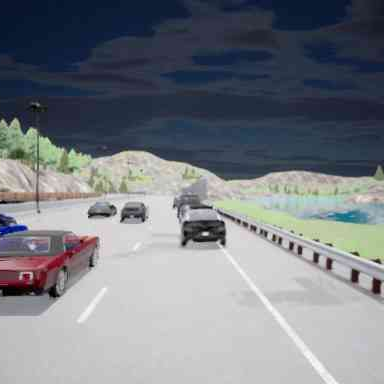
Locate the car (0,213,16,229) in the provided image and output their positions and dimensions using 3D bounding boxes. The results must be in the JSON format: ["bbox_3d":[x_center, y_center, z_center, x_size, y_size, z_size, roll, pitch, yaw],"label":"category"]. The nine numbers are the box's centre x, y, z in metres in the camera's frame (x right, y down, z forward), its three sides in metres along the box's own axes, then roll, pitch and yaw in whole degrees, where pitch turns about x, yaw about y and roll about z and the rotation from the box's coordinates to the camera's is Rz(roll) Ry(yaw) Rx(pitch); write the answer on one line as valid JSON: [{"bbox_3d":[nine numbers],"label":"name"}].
[{"bbox_3d":[-7.382,1.508,11.326,1.882,1.535,5.008,0,0,-2],"label":"car"}]

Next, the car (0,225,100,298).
[{"bbox_3d":[-3.759,1.619,8.458,1.895,1.301,4.718,0,0,-2],"label":"car"}]

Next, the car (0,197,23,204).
[{"bbox_3d":[-30.531,1.735,56.029,1.895,1.301,4.718,0,0,-2],"label":"car"}]

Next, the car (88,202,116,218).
[{"bbox_3d":[-8.247,1.619,31.017,1.994,1.385,4.181,0,0,-3],"label":"car"}]

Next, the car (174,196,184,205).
[{"bbox_3d":[-2.480,1.557,62.087,1.882,1.535,5.008,0,0,-3],"label":"car"}]

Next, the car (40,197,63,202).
[{"bbox_3d":[-23.582,1.646,56.830,1.812,1.442,4.674,0,0,-2],"label":"car"}]

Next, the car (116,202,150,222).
[{"bbox_3d":[-4.557,1.547,26.890,1.837,1.490,4.892,0,0,-3],"label":"car"}]

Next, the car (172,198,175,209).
[{"bbox_3d":[-1.781,1.585,46.750,1.812,1.442,4.674,0,0,-3],"label":"car"}]

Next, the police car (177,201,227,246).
[{"bbox_3d":[0.411,1.443,15.635,1.930,1.638,5.238,0,0,-3],"label":"police car"}]

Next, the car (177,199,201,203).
[{"bbox_3d":[-0.038,1.557,25.514,1.812,1.442,4.674,0,0,-3],"label":"car"}]

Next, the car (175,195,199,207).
[{"bbox_3d":[-0.312,1.262,31.539,2.150,2.045,5.566,0,0,-3],"label":"car"}]
